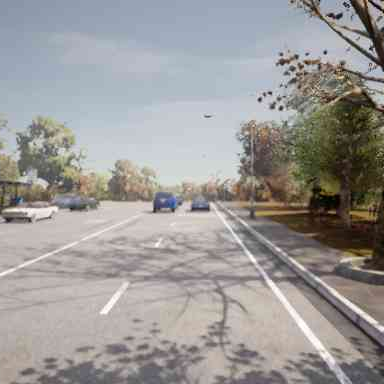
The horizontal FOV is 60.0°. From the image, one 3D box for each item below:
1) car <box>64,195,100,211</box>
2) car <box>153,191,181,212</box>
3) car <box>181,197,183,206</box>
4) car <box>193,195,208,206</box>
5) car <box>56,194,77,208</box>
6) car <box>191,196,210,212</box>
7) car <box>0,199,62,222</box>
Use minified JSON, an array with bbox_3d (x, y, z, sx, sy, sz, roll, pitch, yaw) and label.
[{"bbox_3d":[-11.205,1.296,34.832,1.895,1.301,4.718,0,1,2],"label":"car"},{"bbox_3d":[-2.635,0.957,34.000,2.150,2.045,5.566,0,1,2],"label":"car"},{"bbox_3d":[-2.327,1.177,46.948,1.994,1.385,4.181,0,1,2],"label":"car"},{"bbox_3d":[1.182,1.190,46.965,1.994,1.385,4.181,0,1,2],"label":"car"},{"bbox_3d":[-14.574,0.995,38.816,2.097,1.767,4.553,0,1,2],"label":"car"},{"bbox_3d":[0.904,1.301,35.074,1.994,1.385,4.181,0,1,2],"label":"car"},{"bbox_3d":[-11.517,1.397,24.009,1.895,1.301,4.718,0,1,2],"label":"car"}]
